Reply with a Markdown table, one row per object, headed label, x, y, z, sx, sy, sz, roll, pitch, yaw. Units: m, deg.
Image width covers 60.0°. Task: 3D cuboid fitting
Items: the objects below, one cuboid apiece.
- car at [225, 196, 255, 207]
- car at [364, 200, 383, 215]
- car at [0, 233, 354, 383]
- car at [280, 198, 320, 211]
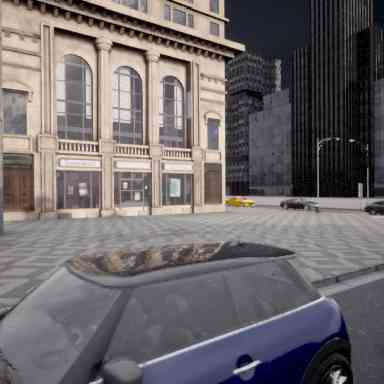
| label | x | y | z | sx | sy | sz | roll | pitch | yaw |
| --- | --- | --- | --- | --- | --- | --- | --- | --- | --- |
| car | 6.680 | 1.373 | 47.063 | 1.882 | 1.535 | 5.008 | -1 | 0 | -34 |
| car | 18.133 | 1.478 | 30.169 | 1.812 | 1.442 | 4.674 | -1 | 0 | -34 |
| car | -0.612 | 1.352 | 2.942 | 4.553 | 1.767 | 2.097 | 0 | 0 | -36 |
| car | 12.460 | 1.415 | 38.513 | 2.128 | 1.511 | 4.902 | -1 | 0 | -34 |
